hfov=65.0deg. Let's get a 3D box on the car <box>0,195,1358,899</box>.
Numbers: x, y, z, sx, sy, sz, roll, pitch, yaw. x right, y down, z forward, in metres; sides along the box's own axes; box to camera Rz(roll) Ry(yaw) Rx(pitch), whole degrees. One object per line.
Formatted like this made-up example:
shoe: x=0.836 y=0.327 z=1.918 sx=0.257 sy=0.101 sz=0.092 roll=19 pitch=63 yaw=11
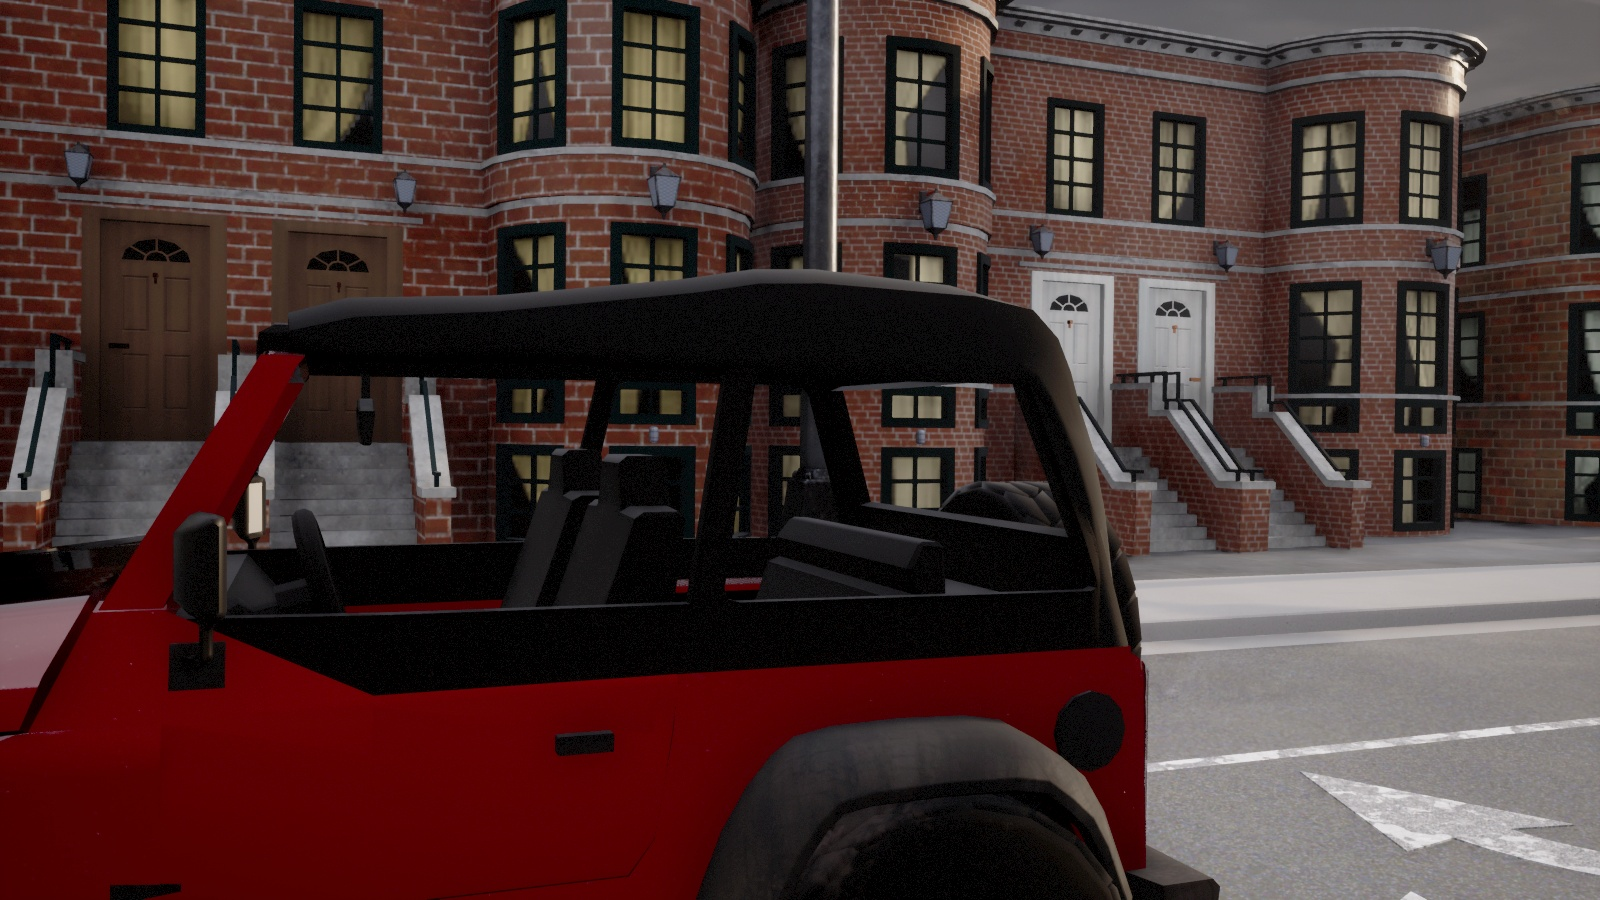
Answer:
car: x=-0.955 y=0.557 z=2.881 sx=3.866 sy=1.878 sz=1.905 roll=-1 pitch=1 yaw=-21
